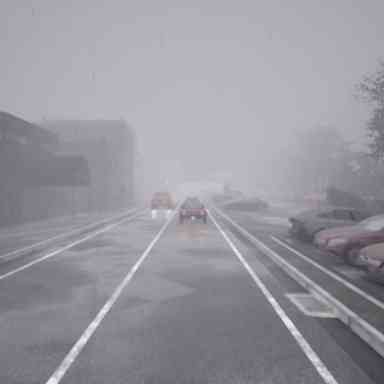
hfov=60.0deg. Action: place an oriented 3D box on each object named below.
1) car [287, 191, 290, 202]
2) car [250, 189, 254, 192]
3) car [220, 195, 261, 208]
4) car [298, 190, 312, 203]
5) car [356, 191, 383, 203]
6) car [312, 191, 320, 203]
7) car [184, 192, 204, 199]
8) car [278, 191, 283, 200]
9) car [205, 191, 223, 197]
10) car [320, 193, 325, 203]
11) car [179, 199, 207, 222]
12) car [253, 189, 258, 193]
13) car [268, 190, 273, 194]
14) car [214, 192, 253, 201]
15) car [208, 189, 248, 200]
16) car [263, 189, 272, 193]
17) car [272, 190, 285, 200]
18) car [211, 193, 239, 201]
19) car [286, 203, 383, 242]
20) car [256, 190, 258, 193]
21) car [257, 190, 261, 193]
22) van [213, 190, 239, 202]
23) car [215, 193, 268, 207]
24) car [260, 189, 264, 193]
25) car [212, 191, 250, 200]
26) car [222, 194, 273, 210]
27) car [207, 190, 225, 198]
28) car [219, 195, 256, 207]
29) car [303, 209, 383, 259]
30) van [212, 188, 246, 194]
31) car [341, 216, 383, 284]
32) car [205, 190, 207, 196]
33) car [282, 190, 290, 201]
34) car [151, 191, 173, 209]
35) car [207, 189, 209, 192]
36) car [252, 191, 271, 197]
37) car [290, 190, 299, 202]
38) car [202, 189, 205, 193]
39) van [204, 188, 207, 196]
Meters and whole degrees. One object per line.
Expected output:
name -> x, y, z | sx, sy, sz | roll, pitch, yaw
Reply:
car -> 19.261, 0.985, 55.745 | 5.366, 1.575, 1.946 | 0, 1, 0
car -> 19.082, 0.311, 89.033 | 5.566, 2.045, 2.435 | 0, 1, 0
car -> 6.010, 1.189, 41.712 | 4.792, 1.488, 2.163 | 0, 1, 0
car -> 19.038, 0.931, 50.050 | 4.553, 1.767, 2.185 | 0, 1, 0
car -> 19.024, 1.098, 36.125 | 4.553, 1.767, 2.185 | 0, 1, 0
car -> 19.095, 0.996, 44.605 | 4.553, 1.767, 2.185 | 0, 1, 0
car -> 0.022, 1.123, 41.284 | 2.128, 1.511, 4.902 | 0, 1, 0
car -> 19.051, 0.952, 61.191 | 4.792, 1.488, 2.163 | 0, 1, 0
car -> 6.028, 0.526, 91.808 | 5.008, 1.535, 2.097 | 0, 1, 0
car -> 19.092, 1.030, 41.820 | 4.553, 1.767, 2.185 | 0, 1, 0
car -> 0.064, 1.417, 24.303 | 1.895, 1.301, 4.718 | 0, 1, 0
car -> 19.076, 0.474, 86.251 | 4.553, 1.767, 2.185 | 0, 1, 0
car -> 19.096, 0.821, 69.545 | 4.892, 1.521, 2.231 | 0, 1, 0
car -> 5.957, 1.122, 47.278 | 4.792, 1.488, 2.163 | 0, 1, 0
car -> 5.967, 0.741, 55.624 | 5.566, 2.045, 2.435 | 0, 1, 0
car -> 19.065, 0.532, 72.325 | 5.566, 2.045, 2.435 | 0, 1, 0
car -> 19.118, 0.728, 66.757 | 4.553, 1.767, 2.185 | 0, 1, 0
car -> 5.995, 0.926, 61.193 | 4.892, 1.521, 2.231 | 0, 1, 0
car -> 6.170, 1.338, 12.952 | 4.792, 1.488, 2.163 | 0, 1, 0
car -> 19.107, 0.677, 83.469 | 4.674, 1.452, 2.002 | 0, 1, 0
car -> 19.096, 0.675, 80.684 | 5.008, 1.535, 2.097 | 0, 1, 0
van -> 5.881, 0.733, 58.407 | 4.442, 1.987, 1.878 | 0, 1, 0
car -> 5.792, 1.190, 38.929 | 5.366, 1.575, 1.946 | 0, 1, 0
car -> 19.067, 0.586, 77.898 | 4.553, 1.767, 2.185 | 0, 1, 0
car -> 5.983, 1.060, 50.061 | 4.892, 1.521, 2.231 | 0, 1, 0
car -> 5.990, 1.264, 36.288 | 4.674, 1.452, 2.002 | 1, 1, 0
car -> 5.993, 0.514, 83.457 | 4.553, 1.767, 2.185 | 0, 1, 0
car -> 5.986, 1.166, 44.495 | 4.674, 1.452, 2.002 | 0, 1, 0
car -> 6.133, 1.377, 10.126 | 4.674, 1.452, 2.002 | 0, 1, 0
van -> 5.876, 0.798, 52.965 | 4.442, 1.987, 1.878 | 0, 1, 0
car -> 6.122, 1.406, 7.301 | 4.674, 1.452, 2.002 | 0, 1, 0
car -> 5.990, 0.744, 77.892 | 4.792, 1.488, 2.163 | 0, 1, 0
car -> 19.083, 0.956, 58.405 | 5.008, 1.535, 2.097 | 0, 1, 0
car -> -3.418, 0.882, 38.647 | 2.150, 2.045, 5.566 | 0, 1, 0
car -> 5.979, 0.696, 69.542 | 4.553, 1.767, 2.185 | 0, 1, 0
car -> 19.142, 0.553, 91.825 | 4.792, 1.488, 2.163 | 0, 1, 0
car -> 19.101, 0.770, 52.957 | 5.566, 2.045, 2.435 | 0, 1, 0
car -> 5.842, 0.599, 86.241 | 5.366, 1.575, 1.946 | 0, 1, 0
van -> 5.904, 0.451, 80.735 | 4.442, 1.987, 1.878 | 0, 1, 0
